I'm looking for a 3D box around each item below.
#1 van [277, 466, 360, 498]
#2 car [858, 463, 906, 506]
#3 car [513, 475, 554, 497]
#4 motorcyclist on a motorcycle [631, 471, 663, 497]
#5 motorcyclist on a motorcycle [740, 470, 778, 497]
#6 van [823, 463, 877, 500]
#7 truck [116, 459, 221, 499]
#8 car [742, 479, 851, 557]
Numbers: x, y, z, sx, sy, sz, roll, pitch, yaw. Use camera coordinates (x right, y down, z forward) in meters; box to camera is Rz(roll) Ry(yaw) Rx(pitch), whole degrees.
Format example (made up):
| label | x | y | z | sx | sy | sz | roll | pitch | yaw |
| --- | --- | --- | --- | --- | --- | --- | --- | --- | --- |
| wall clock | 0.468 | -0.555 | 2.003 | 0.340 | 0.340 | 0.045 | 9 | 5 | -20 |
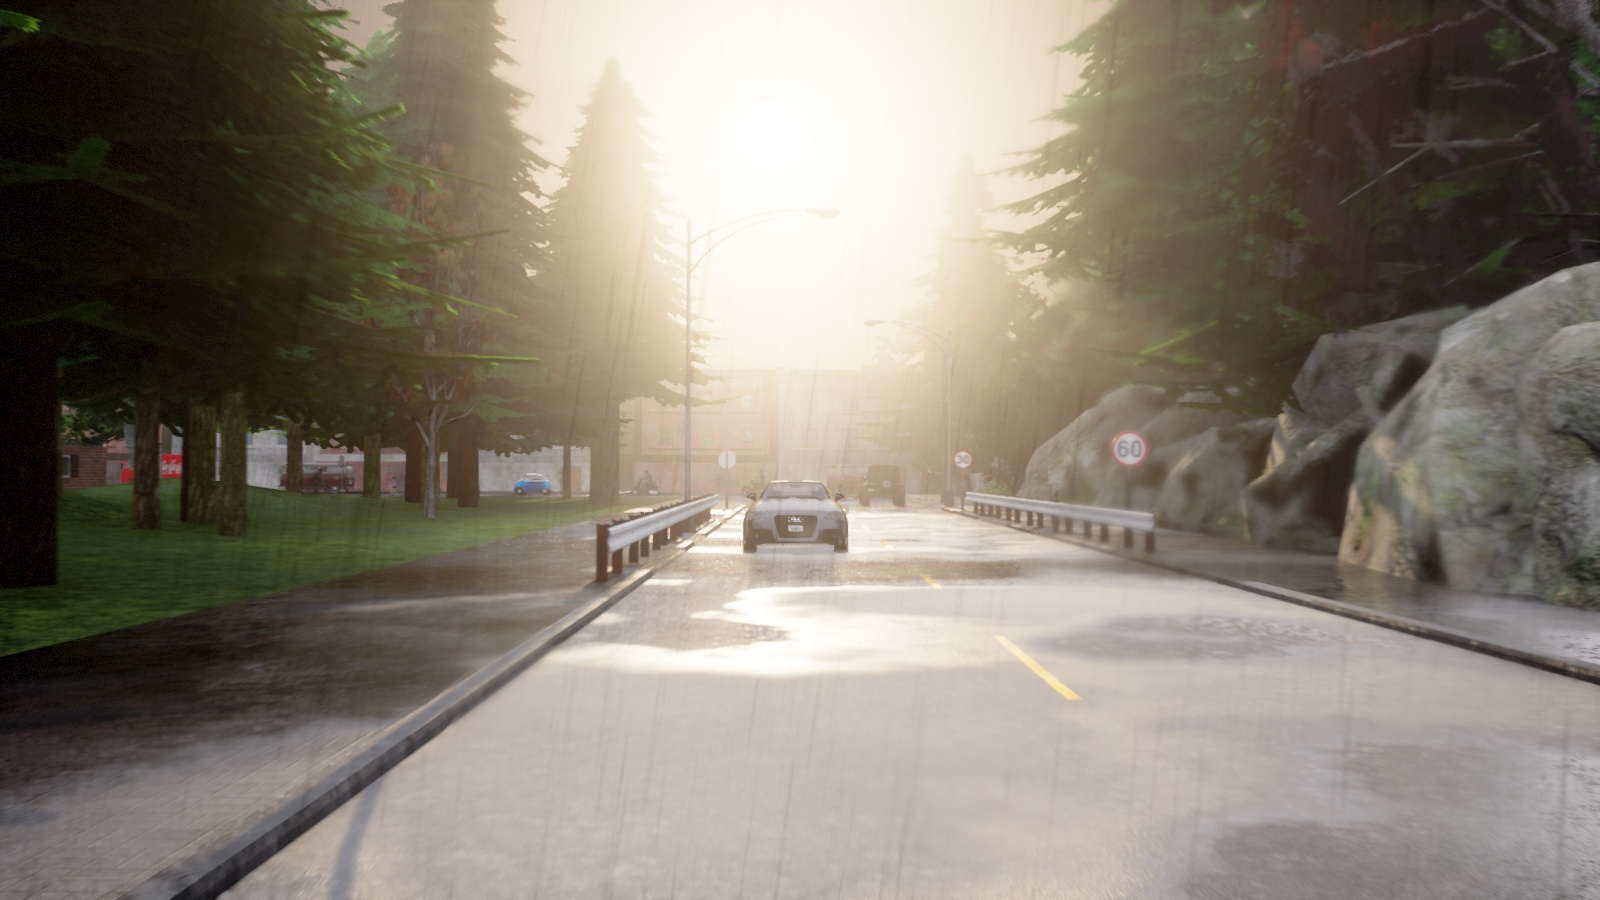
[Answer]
| label | x | y | z | sx | sy | sz | roll | pitch | yaw |
| --- | --- | --- | --- | --- | --- | --- | --- | --- | --- |
| van | -29.927 | 1.992 | 78.140 | 4.442 | 1.987 | 1.775 | 0 | -1 | 0 |
| car | 3.709 | 1.551 | 57.210 | 1.905 | 1.878 | 3.866 | 0 | -1 | 0 |
| car | -16.549 | 2.241 | 78.132 | 2.207 | 1.376 | 1.481 | 0 | -1 | 0 |
| motorcyclist on a motorcycle | -9.502 | 2.110 | 78.058 | 1.817 | 1.590 | 0.866 | 0 | -1 | 3 |
| motorcyclist on a motorcycle | -2.510 | 2.058 | 76.692 | 2.350 | 1.649 | 0.766 | -1 | -1 | 34 |
| van | 2.760 | 1.727 | 70.067 | 1.775 | 1.987 | 4.442 | 0 | -1 | -15 |
| truck | -39.261 | 1.791 | 78.135 | 5.204 | 2.467 | 2.627 | 0 | -1 | 0 |
| car | -0.076 | 1.299 | 25.166 | 1.994 | 1.385 | 4.181 | 0 | -1 | 0 |
